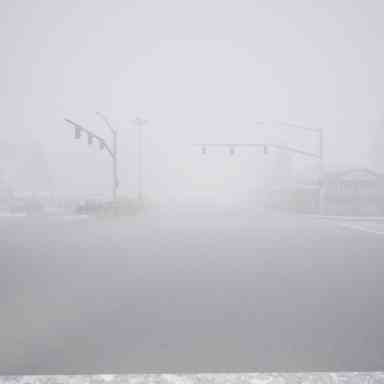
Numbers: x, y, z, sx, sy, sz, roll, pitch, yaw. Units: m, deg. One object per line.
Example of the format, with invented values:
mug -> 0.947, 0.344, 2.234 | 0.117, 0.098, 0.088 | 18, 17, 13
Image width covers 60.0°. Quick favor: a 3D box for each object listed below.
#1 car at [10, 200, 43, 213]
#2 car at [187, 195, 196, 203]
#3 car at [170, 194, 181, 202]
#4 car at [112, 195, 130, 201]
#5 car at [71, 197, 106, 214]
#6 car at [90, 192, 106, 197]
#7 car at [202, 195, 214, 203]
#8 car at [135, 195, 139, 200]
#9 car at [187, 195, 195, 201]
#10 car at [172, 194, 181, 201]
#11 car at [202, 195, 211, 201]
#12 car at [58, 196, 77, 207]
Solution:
car -> -17.687, 1.500, 35.676 | 1.994, 1.385, 4.181 | 0, 0, 0
car -> -0.069, 1.417, 67.443 | 2.033, 1.411, 5.357 | 0, 0, 0
car -> -3.583, 1.465, 70.052 | 1.895, 1.301, 4.718 | 0, 0, 0
car -> -10.719, 1.256, 50.710 | 2.097, 1.767, 4.553 | 0, 0, 0
car -> -10.688, 1.536, 35.127 | 1.895, 1.301, 4.718 | 0, 0, 0
car -> -17.693, 1.100, 62.373 | 2.150, 2.045, 5.566 | 0, 1, 1
car -> 3.434, 1.415, 67.448 | 2.033, 1.411, 5.357 | 0, 0, 0
car -> -10.676, 1.349, 67.699 | 1.882, 1.535, 5.008 | 0, 0, 0
car -> -0.193, 1.444, 77.929 | 1.895, 1.301, 4.718 | 0, 0, 0
car -> -3.697, 1.323, 80.320 | 1.882, 1.535, 5.008 | 0, 0, 0
car -> 3.307, 1.401, 77.781 | 1.994, 1.385, 4.181 | 0, 0, 0
car -> -17.715, 1.404, 48.008 | 2.128, 1.511, 4.902 | 0, 0, 0
